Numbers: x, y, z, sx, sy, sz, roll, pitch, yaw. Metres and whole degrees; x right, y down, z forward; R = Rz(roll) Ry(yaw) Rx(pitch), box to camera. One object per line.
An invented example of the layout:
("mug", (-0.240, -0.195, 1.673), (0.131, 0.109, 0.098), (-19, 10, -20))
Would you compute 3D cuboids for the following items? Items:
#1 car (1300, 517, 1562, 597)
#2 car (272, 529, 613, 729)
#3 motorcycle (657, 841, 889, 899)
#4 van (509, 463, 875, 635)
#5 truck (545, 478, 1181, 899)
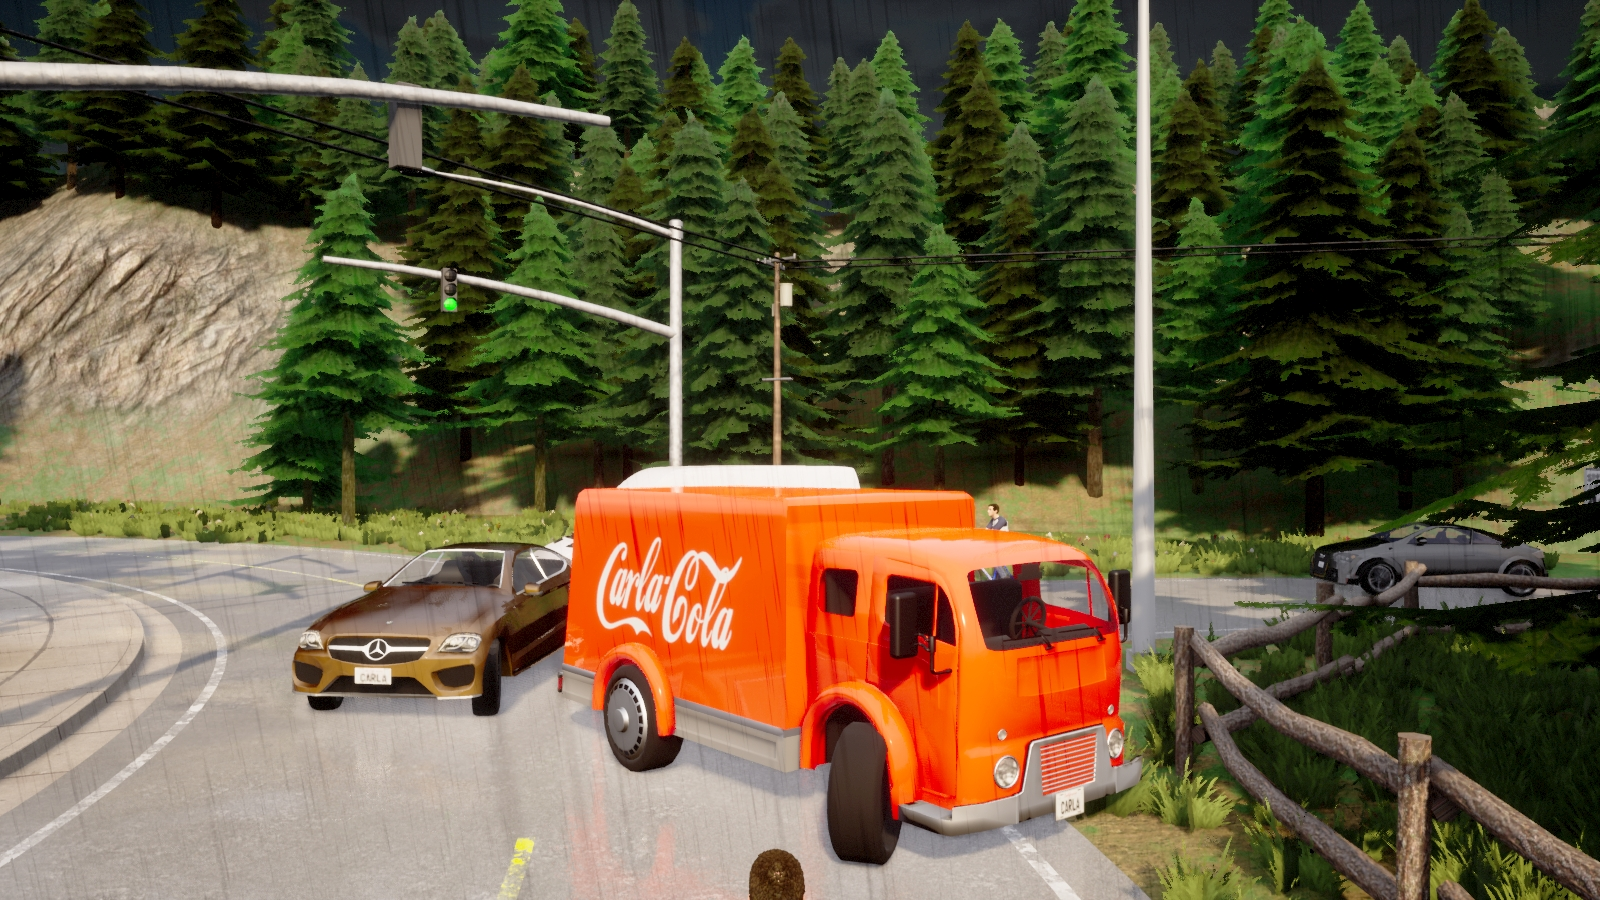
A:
("car", (12.589, 2.119, 23.051), (4.181, 1.385, 1.994), (0, 0, 6))
("car", (-4.038, 1.970, 14.038), (2.152, 1.651, 5.027), (0, 0, 6))
("motorcycle", (-0.074, 2.159, 3.526), (0.803, 1.199, 2.033), (0, 0, -2))
("van", (-1.776, 1.528, 19.549), (5.915, 2.561, 1.988), (0, 0, -27))
("truck", (0.202, 1.542, 9.769), (2.627, 2.467, 5.204), (0, 0, -39))
